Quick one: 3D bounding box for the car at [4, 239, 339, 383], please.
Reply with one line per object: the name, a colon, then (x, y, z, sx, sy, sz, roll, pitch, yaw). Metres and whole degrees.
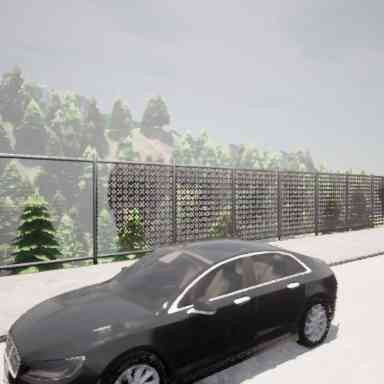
car: (0.138, 1.505, 4.717, 4.892, 1.490, 1.837, 0, 0, -36)
